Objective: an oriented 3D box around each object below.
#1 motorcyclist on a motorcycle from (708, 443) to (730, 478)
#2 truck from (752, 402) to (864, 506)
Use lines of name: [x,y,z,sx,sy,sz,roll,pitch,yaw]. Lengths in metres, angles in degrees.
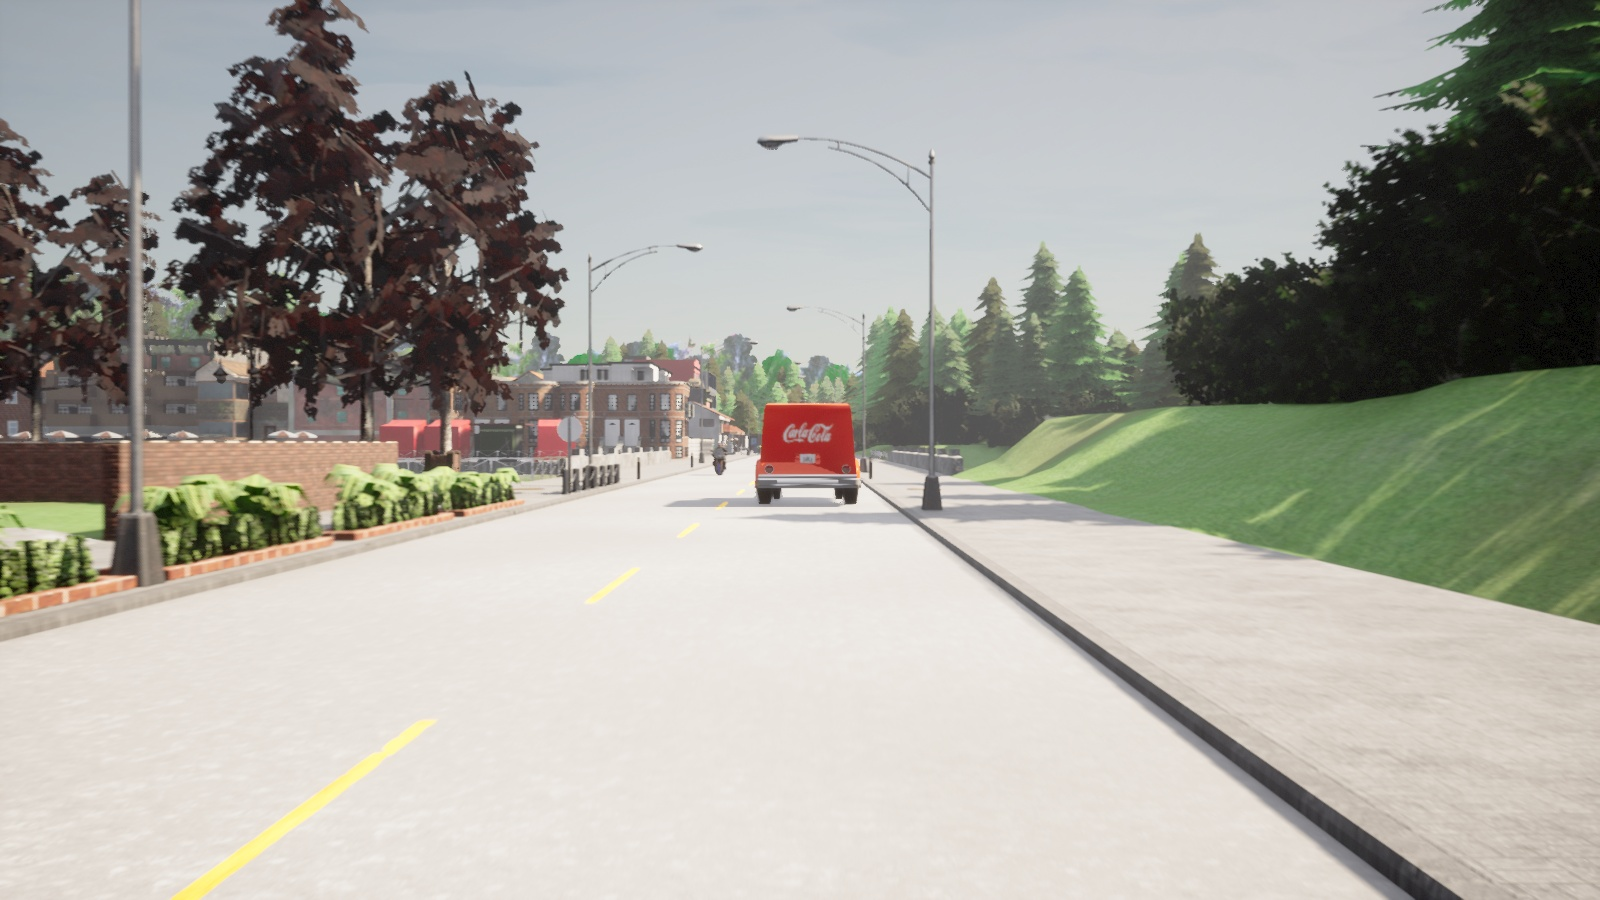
motorcyclist on a motorcycle: [-3.658,0.462,56.892,0.866,1.530,2.191,0,0,0]
truck: [0.201,0.080,32.283,2.627,2.467,5.204,0,0,0]
